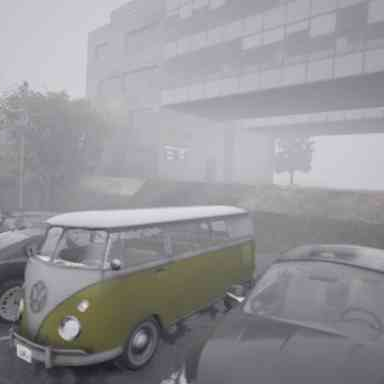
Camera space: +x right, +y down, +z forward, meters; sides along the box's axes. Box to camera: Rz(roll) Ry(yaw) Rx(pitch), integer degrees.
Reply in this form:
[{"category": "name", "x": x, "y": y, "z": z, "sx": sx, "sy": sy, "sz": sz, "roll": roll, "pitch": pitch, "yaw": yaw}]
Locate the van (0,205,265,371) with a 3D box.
[{"category": "van", "x": -0.609, "y": 1.249, "z": 5.574, "sx": 1.878, "sy": 1.987, "sz": 4.442, "roll": 0, "pitch": 0, "yaw": 36}]
